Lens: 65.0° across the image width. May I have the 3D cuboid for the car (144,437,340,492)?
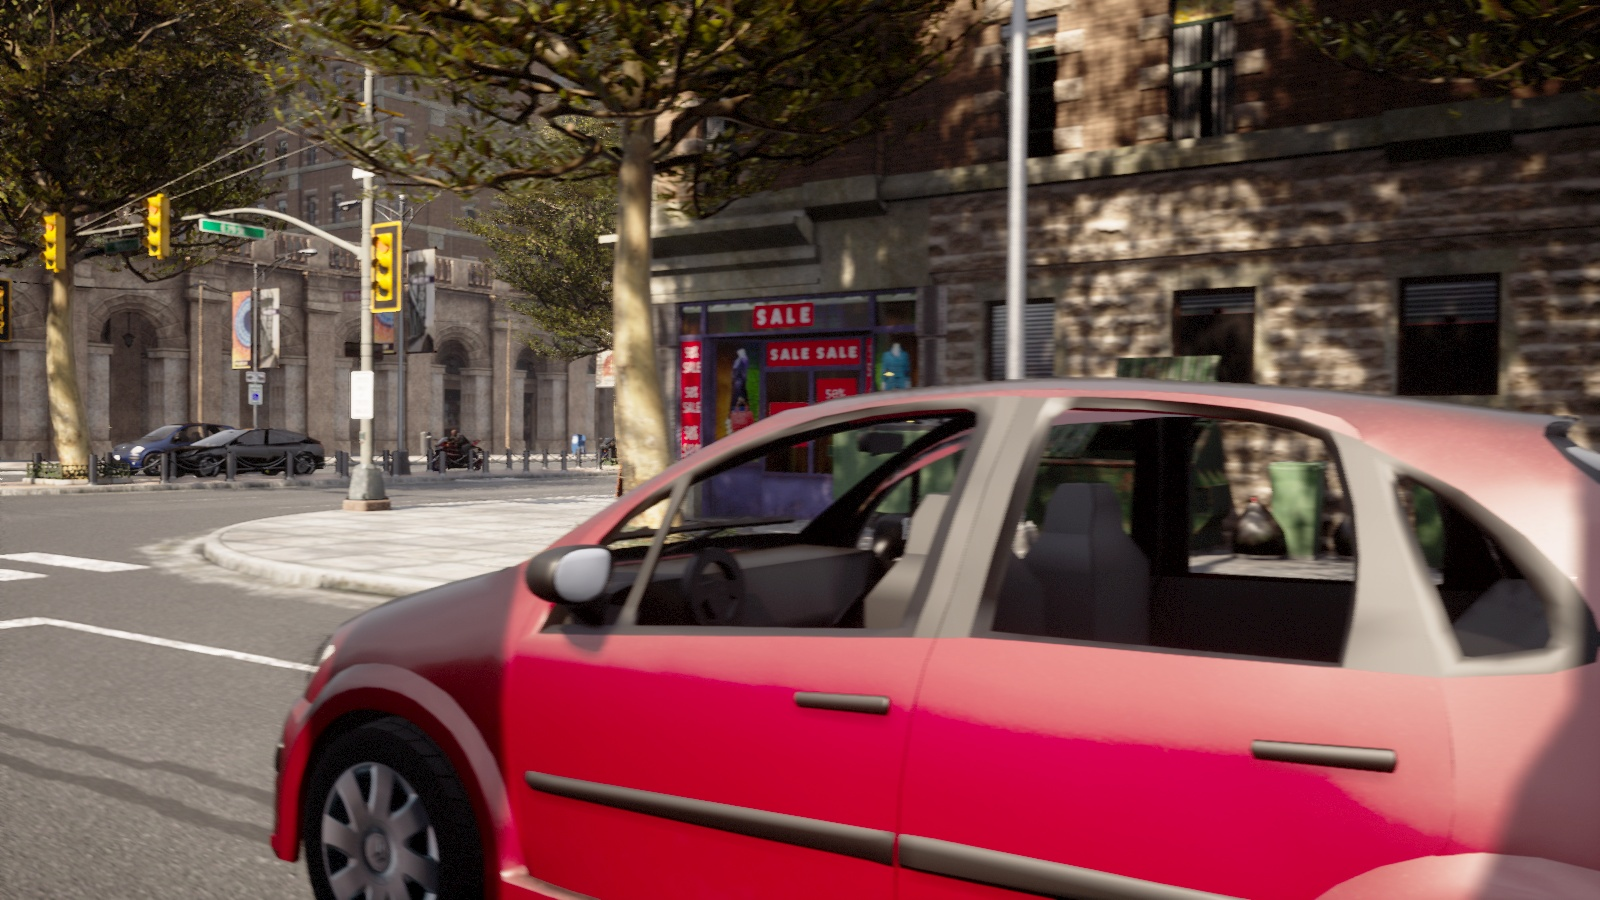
[{"bbox_3d":[-16.264,0.376,36.835,2.163,1.488,4.792,0,1,35],"label":"car"}]

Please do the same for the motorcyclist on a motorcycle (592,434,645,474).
[{"bbox_3d":[-7.254,0.145,50.325,0.866,1.530,2.191,0,1,34],"label":"motorcyclist on a motorcycle"}]

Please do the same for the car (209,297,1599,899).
[{"bbox_3d":[0.471,0.580,3.309,3.988,1.617,1.851,0,1,34],"label":"car"}]

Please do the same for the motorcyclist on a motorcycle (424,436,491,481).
[{"bbox_3d":[-11.851,0.280,43.489,0.866,1.530,2.191,0,1,34],"label":"motorcyclist on a motorcycle"}]

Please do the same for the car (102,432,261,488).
[{"bbox_3d":[-19.111,0.271,38.932,1.851,1.617,3.988,0,1,35],"label":"car"}]
